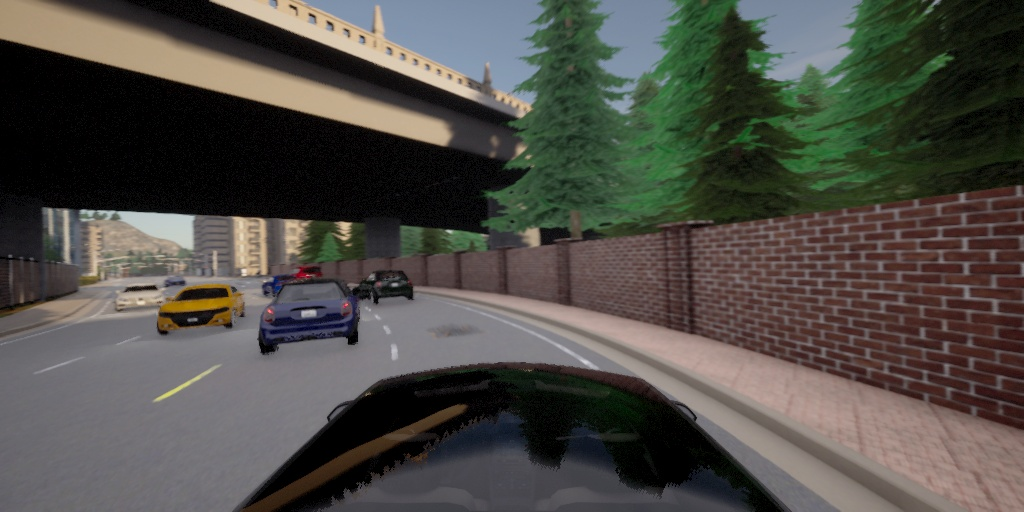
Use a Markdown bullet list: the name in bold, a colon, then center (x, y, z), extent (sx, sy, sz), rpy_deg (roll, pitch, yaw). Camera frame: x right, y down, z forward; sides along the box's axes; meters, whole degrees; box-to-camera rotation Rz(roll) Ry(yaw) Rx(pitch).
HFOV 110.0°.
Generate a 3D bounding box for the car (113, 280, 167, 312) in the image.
- **car**: center (-21.446, 2.314, 20.775), extent (1.812, 1.442, 4.674), rpy_deg (-2, -1, -45)

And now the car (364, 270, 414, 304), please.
- **car**: center (-7.130, 1.554, 20.047), extent (2.097, 1.767, 4.553), rpy_deg (-2, -1, -34)

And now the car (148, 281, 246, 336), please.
- **car**: center (-11.228, 1.785, 13.272), extent (1.882, 1.535, 5.008), rpy_deg (-2, -1, -31)

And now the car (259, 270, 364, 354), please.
- **car**: center (-5.499, 1.401, 10.257), extent (2.097, 1.767, 4.553), rpy_deg (-2, -1, -22)

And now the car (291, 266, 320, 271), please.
- **car**: center (-19.763, 2.060, 33.988), extent (5.566, 2.045, 2.150), rpy_deg (-3, -1, 44)

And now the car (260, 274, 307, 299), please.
- **car**: center (-16.665, 2.120, 26.045), extent (1.882, 1.535, 5.008), rpy_deg (-2, -1, -44)
